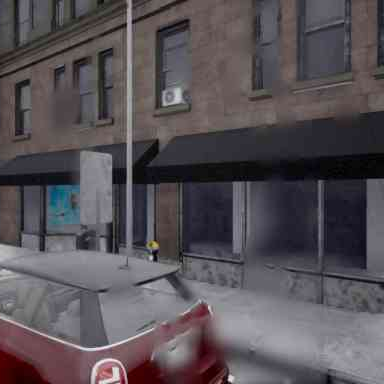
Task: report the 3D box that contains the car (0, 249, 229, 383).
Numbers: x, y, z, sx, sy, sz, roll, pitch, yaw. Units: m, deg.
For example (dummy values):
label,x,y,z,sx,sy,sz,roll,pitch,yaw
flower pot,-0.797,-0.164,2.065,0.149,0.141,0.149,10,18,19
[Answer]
label,x,y,z,sx,sy,sz,roll,pitch,yaw
car,-1.699,1.440,4.025,4.097,1.590,1.967,0,0,36
